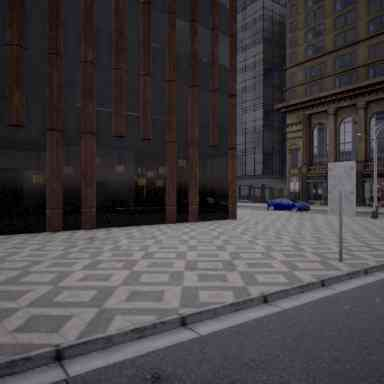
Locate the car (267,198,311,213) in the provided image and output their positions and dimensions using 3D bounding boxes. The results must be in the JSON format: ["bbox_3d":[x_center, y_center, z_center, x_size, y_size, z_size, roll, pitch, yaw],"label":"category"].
[{"bbox_3d":[10.311,1.402,35.749,1.882,1.535,5.008,0,0,-35],"label":"car"}]
